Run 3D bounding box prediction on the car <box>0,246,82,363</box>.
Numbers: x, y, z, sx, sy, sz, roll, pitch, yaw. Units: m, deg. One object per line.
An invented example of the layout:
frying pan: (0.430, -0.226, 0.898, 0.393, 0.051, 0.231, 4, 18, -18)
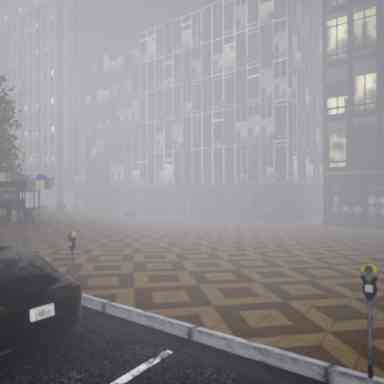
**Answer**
car: (-3.595, 1.566, 5.438, 4.313, 1.339, 1.947, 0, 0, 35)
